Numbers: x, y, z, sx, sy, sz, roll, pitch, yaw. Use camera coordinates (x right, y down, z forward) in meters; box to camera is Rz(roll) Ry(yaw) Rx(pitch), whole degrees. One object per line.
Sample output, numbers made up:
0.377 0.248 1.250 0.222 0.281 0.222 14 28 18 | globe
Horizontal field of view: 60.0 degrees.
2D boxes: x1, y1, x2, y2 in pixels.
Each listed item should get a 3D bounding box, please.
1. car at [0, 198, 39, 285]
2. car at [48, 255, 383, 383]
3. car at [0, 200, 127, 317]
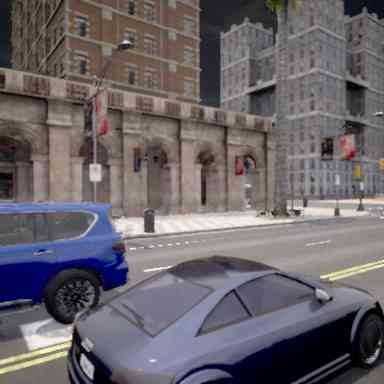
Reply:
-6.801 1.227 7.745 5.566 2.045 2.150 0 0 -36 | car
0.663 1.550 4.227 4.181 1.385 1.994 0 0 -36 | car
-3.822 1.221 5.573 5.566 2.045 2.150 0 0 -36 | car
